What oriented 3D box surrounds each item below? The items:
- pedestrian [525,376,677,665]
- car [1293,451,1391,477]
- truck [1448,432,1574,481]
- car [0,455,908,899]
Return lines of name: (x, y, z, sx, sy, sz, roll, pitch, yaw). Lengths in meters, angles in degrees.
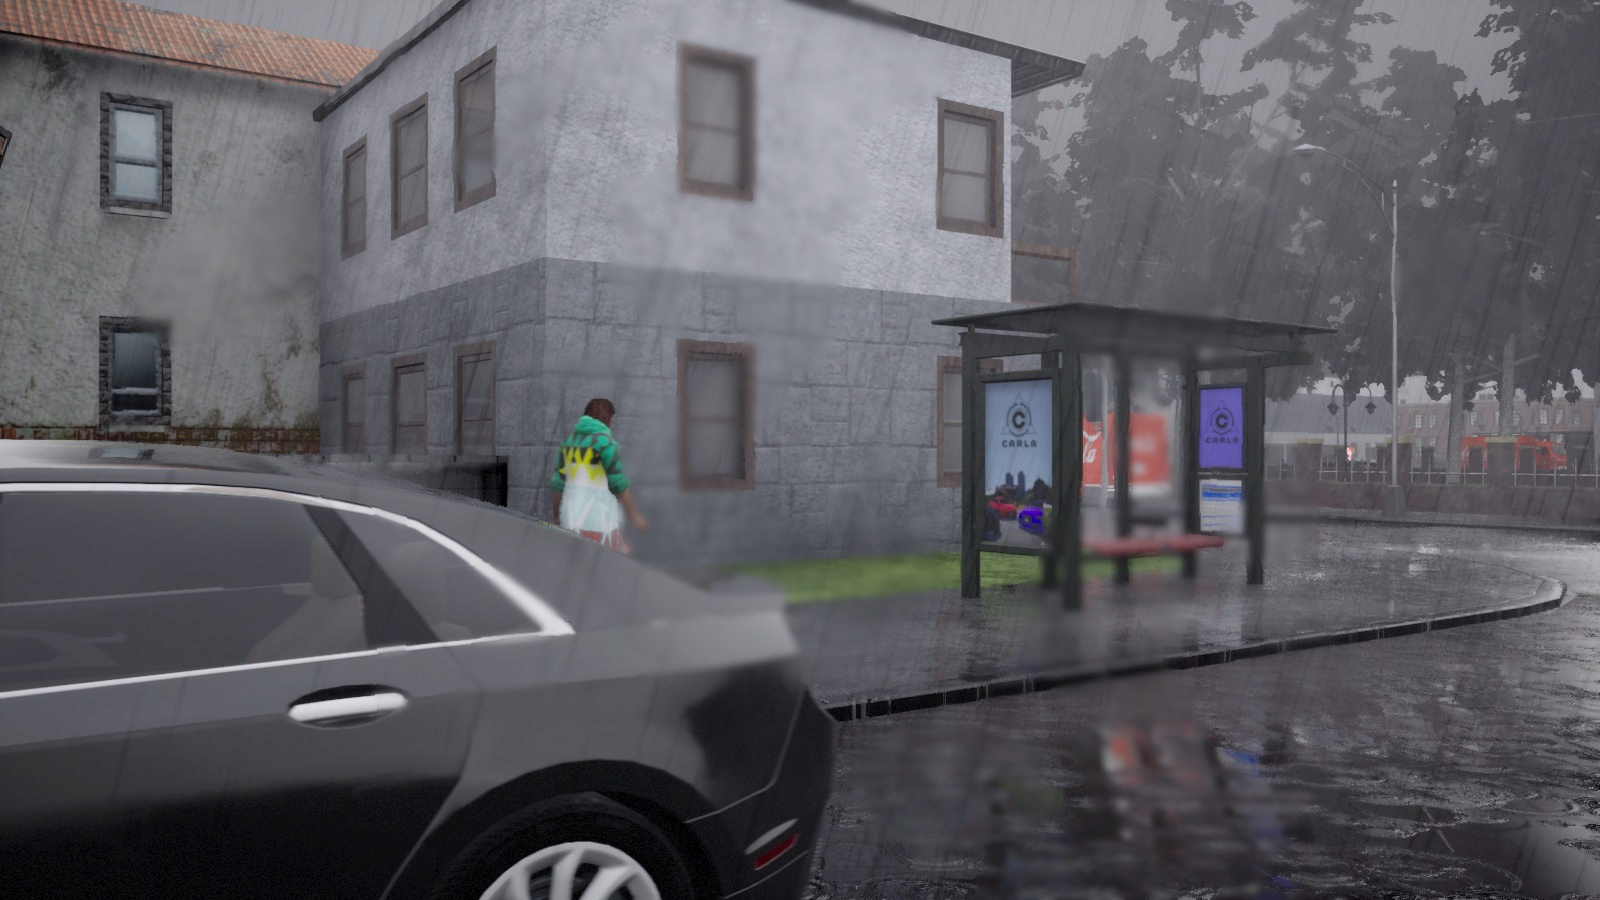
pedestrian: (-1.428, 0.480, 9.013, 0.873, 1.952, 0.659, 0, 0, -36)
car: (32.083, 0.815, 74.473, 2.128, 1.511, 4.902, 0, 0, -35)
truck: (37.659, 0.341, 66.607, 2.627, 2.467, 5.204, 0, 0, -35)
car: (-2.242, 0.761, 2.692, 4.892, 1.490, 1.837, 0, 0, -35)
